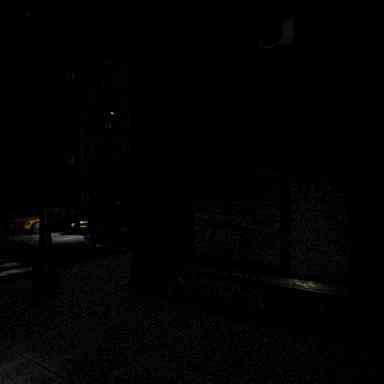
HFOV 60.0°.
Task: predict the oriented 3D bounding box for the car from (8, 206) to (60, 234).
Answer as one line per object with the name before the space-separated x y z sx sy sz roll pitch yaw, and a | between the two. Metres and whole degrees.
car | -8.190 1.554 19.706 1.752 1.417 4.829 0 0 36

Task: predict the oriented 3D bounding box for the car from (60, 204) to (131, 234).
car | -4.992 1.524 19.814 1.837 1.490 4.892 0 0 36

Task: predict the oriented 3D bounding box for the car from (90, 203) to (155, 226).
car | -4.940 1.583 24.246 2.008 1.369 4.403 0 0 36

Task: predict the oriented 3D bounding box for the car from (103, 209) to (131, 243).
car | -1.570 1.560 15.166 1.947 1.339 4.313 0 0 36
